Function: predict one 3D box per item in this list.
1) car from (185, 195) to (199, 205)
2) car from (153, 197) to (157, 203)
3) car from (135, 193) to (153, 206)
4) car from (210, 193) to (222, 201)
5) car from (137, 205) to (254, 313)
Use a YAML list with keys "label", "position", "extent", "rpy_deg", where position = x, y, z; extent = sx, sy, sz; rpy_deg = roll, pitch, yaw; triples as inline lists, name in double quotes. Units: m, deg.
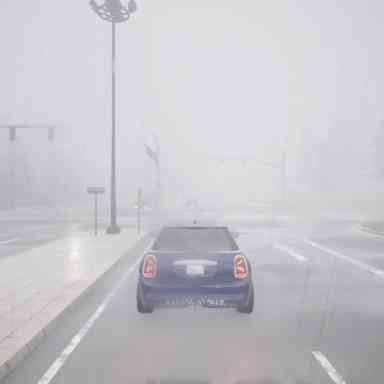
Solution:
- label: "car"
  position: [-0.157, 1.525, 54.623]
  extent: [1.812, 1.442, 4.674]
  rpy_deg: [0, 0, -1]
- label: "car"
  position: [-8.363, 1.547, 65.596]
  extent: [2.033, 1.411, 5.357]
  rpy_deg: [0, 0, 0]
- label: "car"
  position: [-8.265, 1.352, 55.982]
  extent: [2.097, 1.767, 4.553]
  rpy_deg: [0, 0, -1]
- label: "car"
  position: [6.363, 1.214, 84.913]
  extent: [2.150, 2.045, 5.566]
  rpy_deg: [0, 0, -1]
- label: "car"
  position: [0.072, 1.352, 7.803]
  extent: [2.097, 1.767, 4.553]
  rpy_deg: [0, 0, 0]
